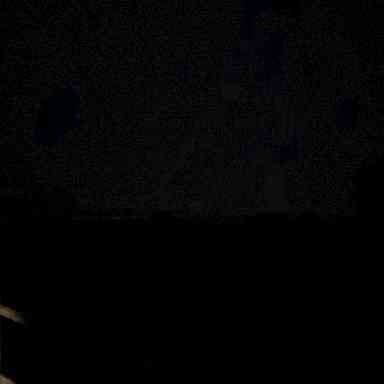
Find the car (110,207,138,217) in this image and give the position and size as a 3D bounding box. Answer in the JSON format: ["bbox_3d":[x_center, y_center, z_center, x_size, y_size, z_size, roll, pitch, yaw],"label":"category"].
[{"bbox_3d":[-10.606,3.140,52.480,1.837,1.490,4.892,0,-3,36],"label":"car"}]
